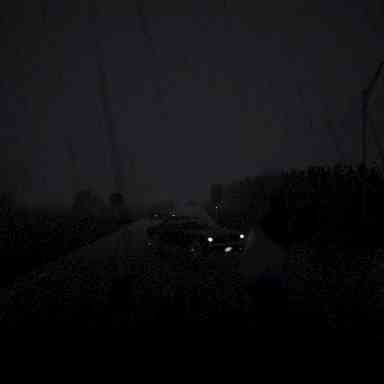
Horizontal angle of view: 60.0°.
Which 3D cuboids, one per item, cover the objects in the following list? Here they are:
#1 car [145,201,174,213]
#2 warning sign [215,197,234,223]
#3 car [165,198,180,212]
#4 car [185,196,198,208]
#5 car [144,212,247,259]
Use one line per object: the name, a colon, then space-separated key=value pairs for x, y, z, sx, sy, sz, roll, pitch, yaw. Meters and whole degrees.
car: x=-2.901 y=1.762 z=28.872 sx=1.994 sy=1.385 sz=4.181 roll=0 pitch=0 yaw=1
warning sign: x=2.399 y=1.284 z=24.485 sx=1.300 sy=1.860 sz=1.060 roll=0 pitch=-1 yaw=0
car: x=-2.931 y=1.791 z=42.995 sx=1.837 sy=1.490 sz=4.892 roll=0 pitch=-1 yaw=0
car: x=-0.114 y=1.710 z=56.884 sx=2.097 sy=1.767 sz=4.553 roll=0 pitch=0 yaw=0
car: x=-0.001 y=1.697 z=13.418 sx=1.895 sy=1.301 sz=4.718 roll=0 pitch=0 yaw=-35
